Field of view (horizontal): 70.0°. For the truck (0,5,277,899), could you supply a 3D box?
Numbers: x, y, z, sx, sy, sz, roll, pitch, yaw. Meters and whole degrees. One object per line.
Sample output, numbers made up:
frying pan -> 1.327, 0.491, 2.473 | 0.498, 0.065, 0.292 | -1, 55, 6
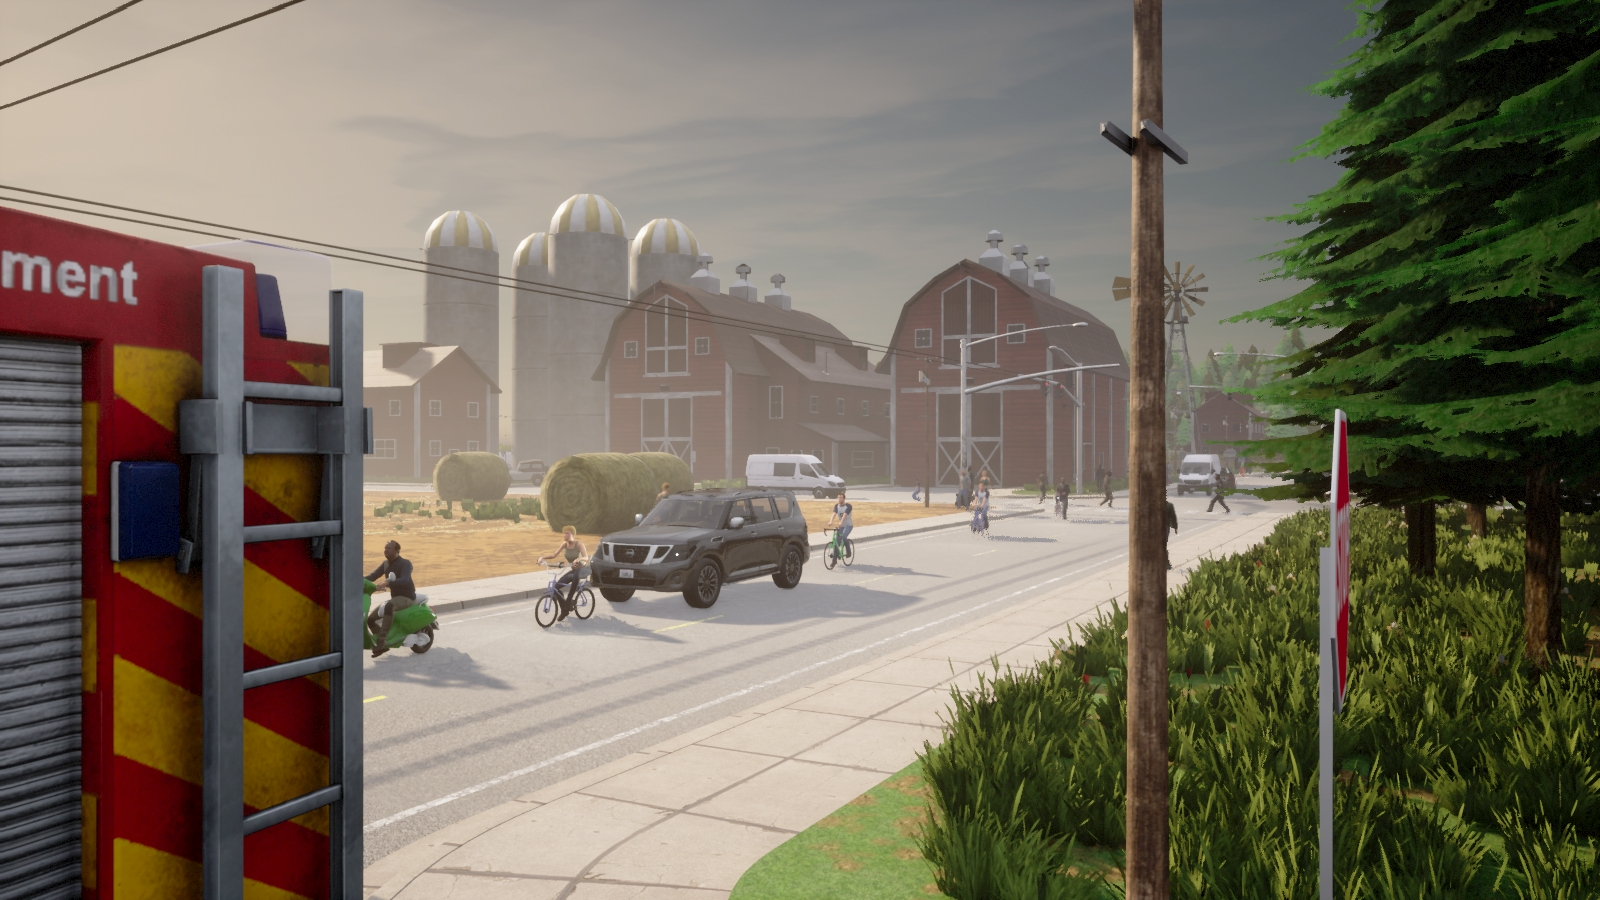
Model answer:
truck -> -6.067, 0.867, 3.669 | 8.468, 3.827, 2.891 | 0, 0, 21

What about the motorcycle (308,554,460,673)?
motorcycle -> -5.555, 2.142, 15.369 | 0.856, 1.316, 1.805 | 0, 0, 28

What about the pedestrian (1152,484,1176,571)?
pedestrian -> 8.001, 1.696, 25.128 | 0.375, 1.860, 0.375 | 0, 0, 41

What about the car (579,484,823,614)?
car -> -1.737, 1.779, 22.480 | 2.150, 2.045, 5.566 | 0, 0, 27

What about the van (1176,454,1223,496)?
van -> 25.727, 1.534, 73.540 | 1.988, 2.561, 5.915 | 0, 0, 28

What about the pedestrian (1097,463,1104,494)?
pedestrian -> 18.124, 1.695, 68.888 | 0.375, 1.860, 0.375 | 0, 0, 26

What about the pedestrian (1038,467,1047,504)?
pedestrian -> 12.441, 1.824, 58.668 | 0.375, 1.860, 0.375 | 0, 0, 31

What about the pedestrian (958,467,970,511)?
pedestrian -> 7.159, 1.693, 49.778 | 0.375, 1.860, 0.375 | 0, 0, -45

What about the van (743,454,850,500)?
van -> -0.211, 1.504, 65.704 | 5.915, 2.561, 1.988 | 0, 0, 27

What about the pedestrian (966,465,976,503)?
pedestrian -> 8.486, 1.670, 56.679 | 0.375, 1.860, 0.375 | 0, 0, 29

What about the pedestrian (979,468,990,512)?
pedestrian -> 7.875, 1.695, 48.741 | 0.375, 1.860, 0.375 | 0, 0, 31

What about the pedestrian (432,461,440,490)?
pedestrian -> -23.459, 1.671, 73.628 | 0.375, 1.860, 0.375 | 0, 0, 28

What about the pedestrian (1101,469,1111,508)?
pedestrian -> 14.687, 1.833, 54.803 | 0.375, 1.860, 0.375 | 0, 0, 28

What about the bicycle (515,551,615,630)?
bicycle -> -3.813, 2.256, 18.637 | 0.859, 1.080, 1.487 | 0, 0, 28

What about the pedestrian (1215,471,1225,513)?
pedestrian -> 18.537, 1.848, 50.445 | 0.375, 1.860, 0.375 | 0, 0, 28

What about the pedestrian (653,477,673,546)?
pedestrian -> -3.777, 1.690, 31.484 | 0.375, 1.860, 0.375 | 0, 0, 37

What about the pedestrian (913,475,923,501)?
pedestrian -> 6.008, 1.951, 58.185 | 0.375, 1.300, 0.375 | 0, 0, 27
